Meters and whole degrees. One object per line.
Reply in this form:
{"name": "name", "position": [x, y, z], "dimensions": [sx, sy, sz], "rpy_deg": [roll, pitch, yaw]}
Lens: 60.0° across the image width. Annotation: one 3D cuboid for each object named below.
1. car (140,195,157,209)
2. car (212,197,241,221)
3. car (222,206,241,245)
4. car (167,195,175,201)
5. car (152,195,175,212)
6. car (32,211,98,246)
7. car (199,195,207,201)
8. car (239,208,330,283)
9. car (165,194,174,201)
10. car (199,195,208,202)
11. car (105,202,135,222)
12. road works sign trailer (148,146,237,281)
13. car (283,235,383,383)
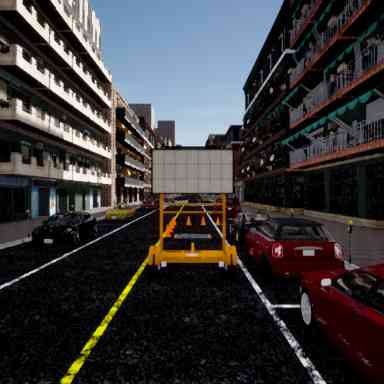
{"name": "car", "position": [-5.594, 1.431, 43.496], "dimensions": [1.967, 1.590, 4.097], "rpy_deg": [0, 0, 0]}
{"name": "car", "position": [2.751, 1.311, 26.564], "dimensions": [2.192, 1.841, 5.009], "rpy_deg": [0, 0, 0]}
{"name": "car", "position": [2.725, 1.550, 15.291], "dimensions": [2.008, 1.369, 4.403], "rpy_deg": [0, 0, 0]}
{"name": "car", "position": [-5.494, 1.513, 88.587], "dimensions": [1.887, 1.381, 4.507], "rpy_deg": [0, 0, 0]}
{"name": "car", "position": [-3.014, 1.483, 38.907], "dimensions": [2.128, 1.511, 4.902], "rpy_deg": [0, 0, 0]}
{"name": "car", "position": [-5.657, 1.565, 15.313], "dimensions": [1.947, 1.339, 4.313], "rpy_deg": [0, 0, 0]}
{"name": "car", "position": [2.886, 1.513, 88.564], "dimensions": [1.887, 1.381, 4.507], "rpy_deg": [0, 0, 0]}
{"name": "car", "position": [2.712, 1.440, 9.655], "dimensions": [1.967, 1.590, 4.097], "rpy_deg": [0, 0, 0]}
{"name": "car", "position": [-5.506, 1.412, 82.950], "dimensions": [1.967, 1.590, 4.097], "rpy_deg": [0, 0, 0]}
{"name": "car", "position": [2.862, 1.500, 77.462], "dimensions": [1.752, 1.417, 4.829], "rpy_deg": [0, 0, 0]}
{"name": "car", "position": [-5.632, 1.522, 26.416], "dimensions": [1.752, 1.417, 4.829], "rpy_deg": [0, 0, 0]}
{"name": "road works sign trailer", "position": [0.021, 0.464, 9.794], "dimensions": [2.380, 3.560, 2.880], "rpy_deg": [0, 0, 0]}
{"name": "car", "position": [2.700, 1.545, 4.019], "dimensions": [1.887, 1.381, 4.507], "rpy_deg": [0, 0, 0]}
